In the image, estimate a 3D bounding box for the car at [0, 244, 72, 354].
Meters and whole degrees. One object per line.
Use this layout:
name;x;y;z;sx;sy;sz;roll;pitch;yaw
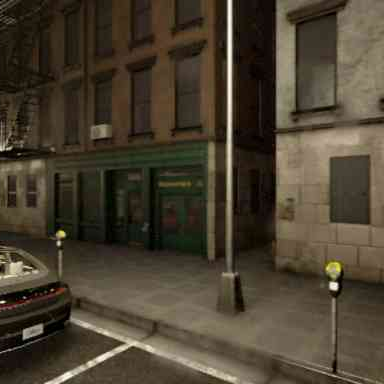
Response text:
car;-3.807;1.547;5.526;4.403;1.369;2.008;0;0;36
